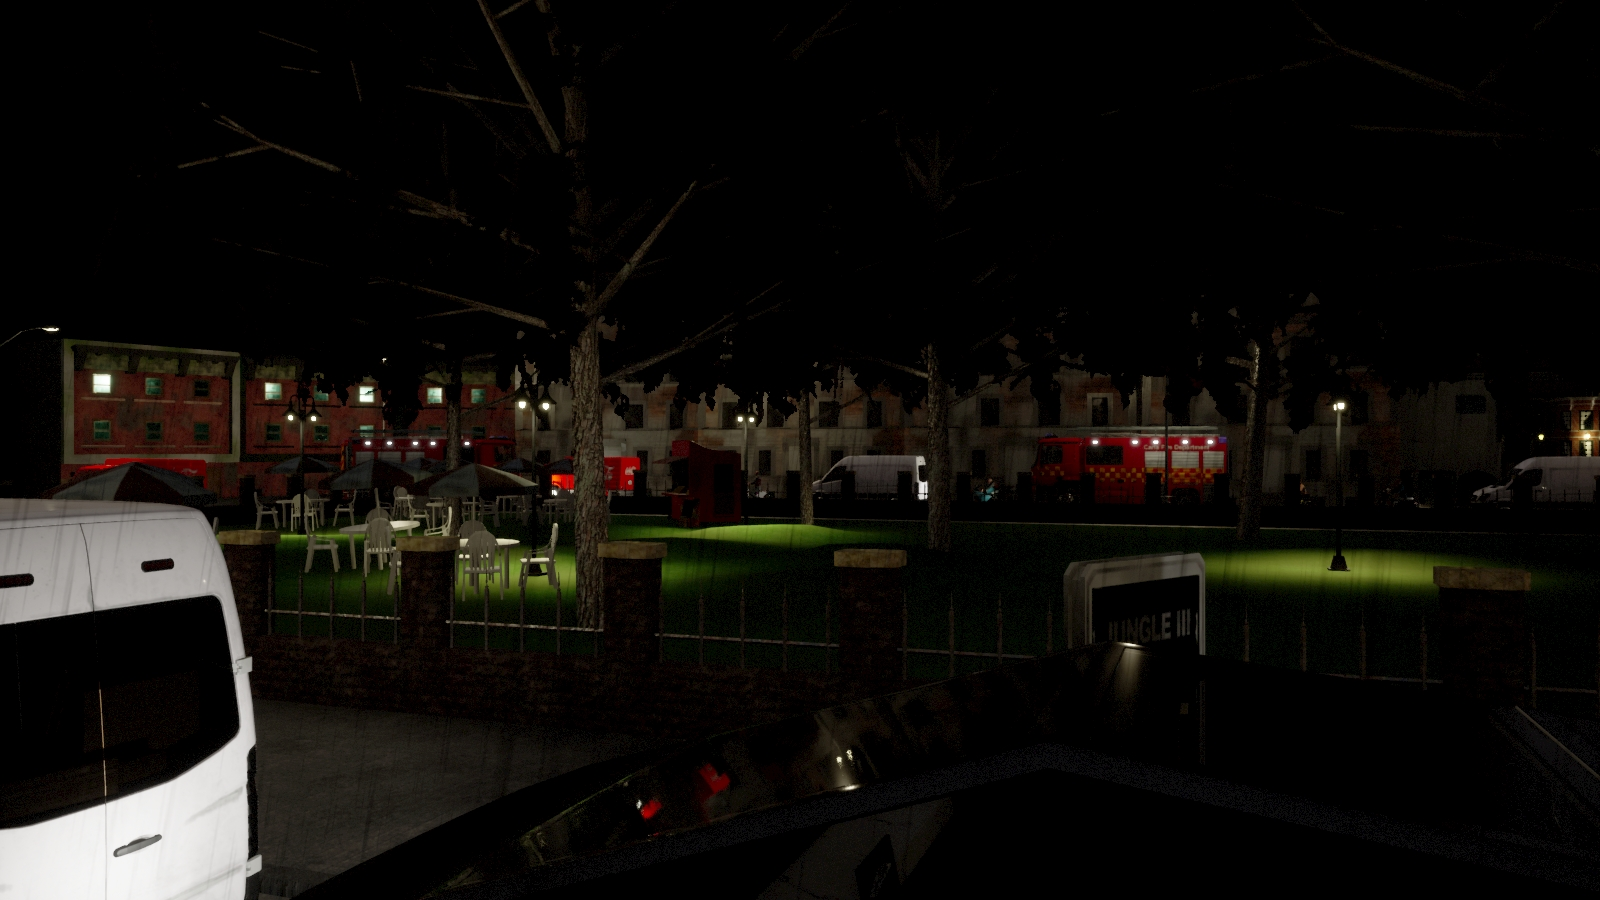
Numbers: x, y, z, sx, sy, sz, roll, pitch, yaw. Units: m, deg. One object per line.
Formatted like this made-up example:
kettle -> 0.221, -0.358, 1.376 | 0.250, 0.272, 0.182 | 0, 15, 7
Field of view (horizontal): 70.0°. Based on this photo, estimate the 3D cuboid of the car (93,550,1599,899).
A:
car -> 1.308, 1.534, 3.365 | 6.274, 2.098, 2.390 | 0, 0, 20

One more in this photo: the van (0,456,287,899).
van -> -5.749, 1.318, 5.932 | 5.915, 2.561, 1.988 | 0, 0, 20
